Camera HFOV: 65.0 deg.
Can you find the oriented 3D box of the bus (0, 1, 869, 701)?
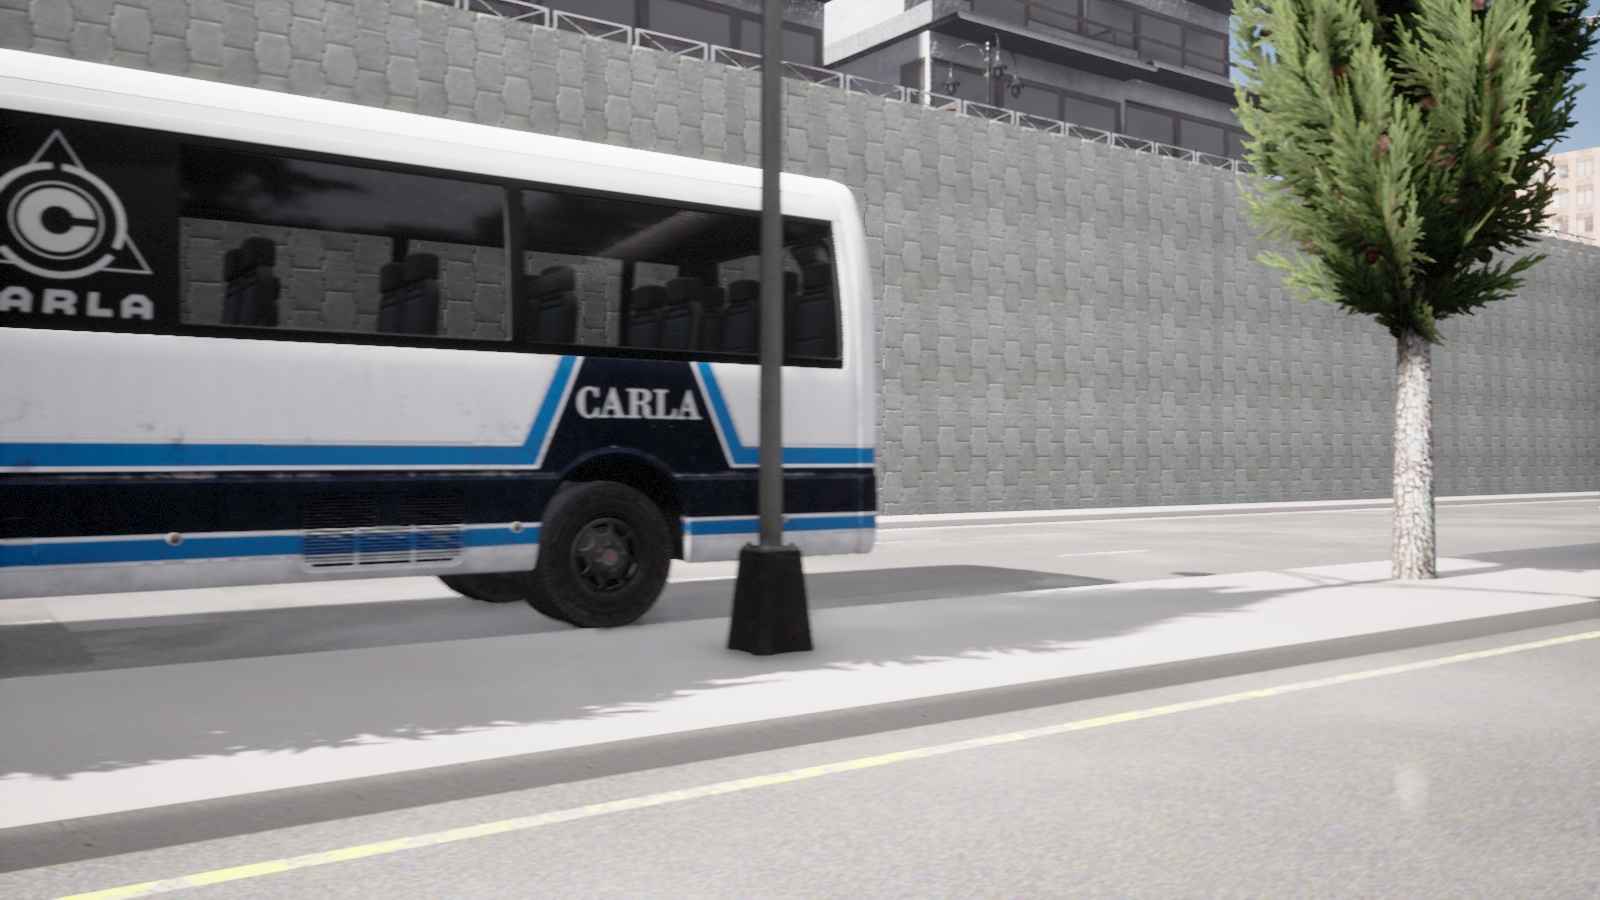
[{"bbox_3d":[-4.714,-0.597,10.131,10.273,4.253,3.944,0,0,-35],"label":"bus"}]
